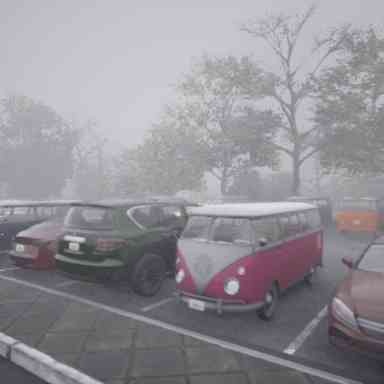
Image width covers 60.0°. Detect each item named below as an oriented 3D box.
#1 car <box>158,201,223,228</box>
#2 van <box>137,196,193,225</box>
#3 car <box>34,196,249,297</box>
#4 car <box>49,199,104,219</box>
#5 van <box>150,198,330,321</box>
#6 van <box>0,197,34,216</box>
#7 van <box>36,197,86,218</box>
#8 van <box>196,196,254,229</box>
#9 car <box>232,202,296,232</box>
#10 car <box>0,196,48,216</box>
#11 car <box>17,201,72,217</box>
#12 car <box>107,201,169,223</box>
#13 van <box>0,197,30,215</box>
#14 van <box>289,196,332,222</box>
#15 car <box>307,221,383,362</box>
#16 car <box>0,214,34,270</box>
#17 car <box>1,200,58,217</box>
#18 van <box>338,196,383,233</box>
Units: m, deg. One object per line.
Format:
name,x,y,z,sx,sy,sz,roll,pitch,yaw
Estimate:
car,0.063,1.520,24.059,1.946,1.575,5.366,-1,0,36
van,-2.017,1.331,25.919,1.878,1.987,4.442,-1,0,36
car,-0.810,1.190,8.859,2.435,2.045,5.566,0,0,36
car,-11.112,1.564,32.248,2.185,1.767,4.553,-1,0,36
van,1.363,1.227,7.124,1.878,1.987,4.442,0,0,36
van,-5.395,1.267,11.963,1.878,1.987,4.442,-1,0,36
van,-13.278,1.497,33.982,1.878,1.987,4.442,-1,0,36
van,2.351,1.264,22.504,1.878,1.987,4.442,-1,0,36
car,4.676,1.457,20.989,2.097,1.535,5.008,-1,0,36
car,-20.084,1.579,38.745,2.435,2.045,5.566,-1,-1,36
car,-15.601,1.757,35.493,2.231,1.521,4.892,-1,0,36
car,-4.338,1.591,27.430,2.231,1.521,4.892,-1,0,36
van,-22.383,1.656,40.501,1.878,1.987,4.442,-1,-1,36
van,6.735,1.215,19.366,1.878,1.987,4.442,0,0,36
car,3.689,1.504,5.606,2.002,1.452,4.674,0,0,36
car,-3.046,1.489,10.461,2.163,1.488,4.792,0,0,36
car,-17.954,1.788,36.958,1.946,1.575,5.366,-1,-1,36
van,9.231,1.227,17.865,1.878,1.987,4.442,0,0,36
